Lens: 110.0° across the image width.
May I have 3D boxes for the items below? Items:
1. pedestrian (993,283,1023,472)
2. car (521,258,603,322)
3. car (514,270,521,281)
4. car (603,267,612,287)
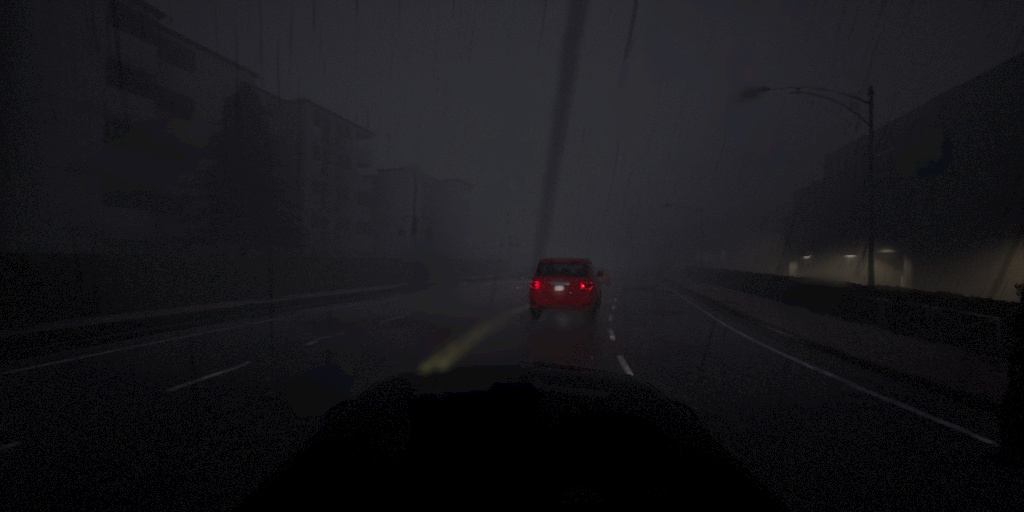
[{"bbox_3d":[4.936,1.108,3.335,0.375,1.860,0.375,0,-1,4],"label":"pedestrian"},{"bbox_3d":[2.143,1.131,13.411,2.150,2.045,5.566,0,-1,15],"label":"car"},{"bbox_3d":[1.852,1.748,36.617,2.033,1.411,5.357,0,-1,18],"label":"car"},{"bbox_3d":[7.129,1.636,29.522,1.882,1.535,5.008,0,-1,18],"label":"car"}]
